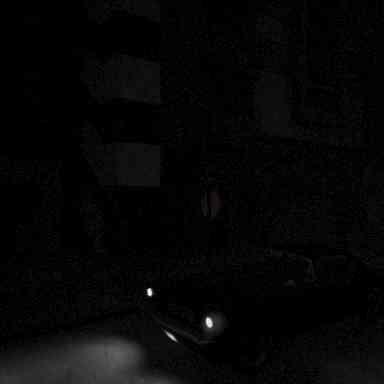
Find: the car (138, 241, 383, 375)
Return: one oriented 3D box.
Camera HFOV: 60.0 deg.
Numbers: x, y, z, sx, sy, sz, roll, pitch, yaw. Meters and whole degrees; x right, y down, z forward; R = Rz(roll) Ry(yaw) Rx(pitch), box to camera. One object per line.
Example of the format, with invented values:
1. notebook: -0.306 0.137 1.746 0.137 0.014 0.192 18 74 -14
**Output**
1. car: 1.527 1.601 5.690 4.718 1.301 1.895 0 0 -35
